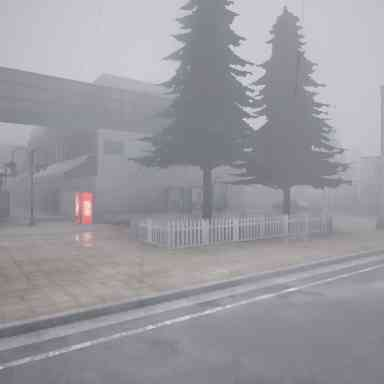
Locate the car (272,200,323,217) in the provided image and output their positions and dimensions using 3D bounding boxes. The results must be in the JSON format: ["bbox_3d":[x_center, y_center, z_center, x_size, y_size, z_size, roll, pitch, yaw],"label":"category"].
[{"bbox_3d":[9.568,1.462,30.440,1.882,1.535,5.008,0,0,-34],"label":"car"}]
